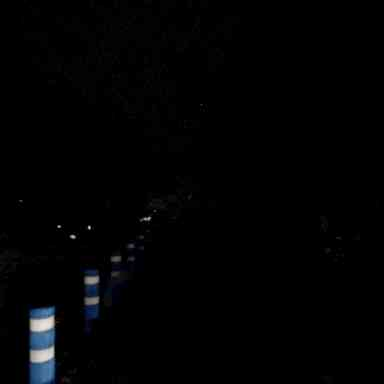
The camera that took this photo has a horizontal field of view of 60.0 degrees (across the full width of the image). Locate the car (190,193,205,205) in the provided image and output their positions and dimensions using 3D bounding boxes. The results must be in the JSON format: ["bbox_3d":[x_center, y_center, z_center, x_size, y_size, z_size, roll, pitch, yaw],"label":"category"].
[{"bbox_3d":[0.802,1.096,49.889,1.837,1.490,4.892,0,0,1],"label":"car"}]

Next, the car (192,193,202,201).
[{"bbox_3d":[0.983,0.957,63.716,1.994,1.385,4.181,0,2,1],"label":"car"}]

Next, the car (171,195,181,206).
[{"bbox_3d":[-2.669,1.142,47.534,1.812,1.442,4.674,0,0,2],"label":"car"}]

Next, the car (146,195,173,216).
[{"bbox_3d":[-3.050,1.306,30.155,1.812,1.442,4.674,0,0,1],"label":"car"}]

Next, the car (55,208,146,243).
[{"bbox_3d":[-4.209,1.506,15.706,1.895,1.301,4.718,0,1,17],"label":"car"}]
